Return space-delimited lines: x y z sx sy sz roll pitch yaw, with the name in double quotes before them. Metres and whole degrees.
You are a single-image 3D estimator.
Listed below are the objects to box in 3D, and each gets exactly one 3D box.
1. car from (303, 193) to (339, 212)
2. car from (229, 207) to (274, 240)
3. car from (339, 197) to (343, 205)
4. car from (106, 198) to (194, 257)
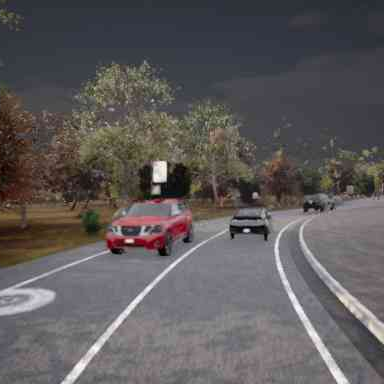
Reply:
"car" 14.526 1.206 38.045 2.150 2.045 5.566 -4 -2 39
"car" 3.196 1.541 17.441 2.128 1.511 4.902 -2 -1 17
"car" 21.018 1.354 50.025 4.892 1.490 1.837 -3 -1 -44
"car" -1.461 1.308 13.828 2.150 2.045 5.566 -1 -1 14
